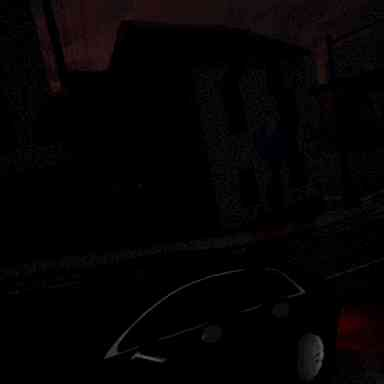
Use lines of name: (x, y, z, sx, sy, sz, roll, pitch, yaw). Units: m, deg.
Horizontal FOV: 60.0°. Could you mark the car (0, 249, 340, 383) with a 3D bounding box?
car: (-0.278, 1.512, 3.762, 4.892, 1.490, 1.837, 1, 0, -35)
